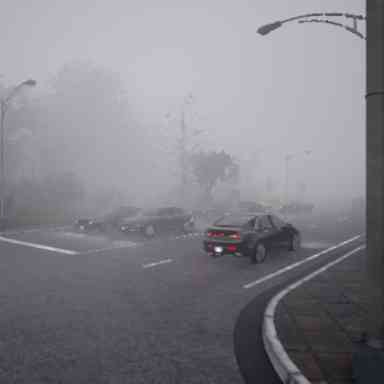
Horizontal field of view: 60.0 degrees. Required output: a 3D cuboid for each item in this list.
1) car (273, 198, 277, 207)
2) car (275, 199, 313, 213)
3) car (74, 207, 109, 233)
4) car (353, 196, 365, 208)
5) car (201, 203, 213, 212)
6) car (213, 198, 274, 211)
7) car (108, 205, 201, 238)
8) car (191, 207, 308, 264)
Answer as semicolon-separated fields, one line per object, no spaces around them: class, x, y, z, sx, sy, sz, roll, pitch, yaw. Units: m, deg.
car;8.323;1.425;36.438;1.882;1.535;5.008;0;1;39
car;10.529;1.551;33.597;1.895;1.301;4.718;0;0;39
car;-4.463;1.578;20.501;2.033;1.411;5.357;0;0;39
car;21.696;1.226;41.856;1.882;1.535;5.008;0;1;37
car;1.742;1.621;28.239;1.895;1.301;4.718;0;0;39
car;4.080;1.507;25.561;2.128;1.511;4.902;0;0;39
car;-1.859;1.528;18.151;1.837;1.490;4.892;0;0;39
car;2.325;1.514;12.118;1.837;1.490;4.892;-1;-1;39
